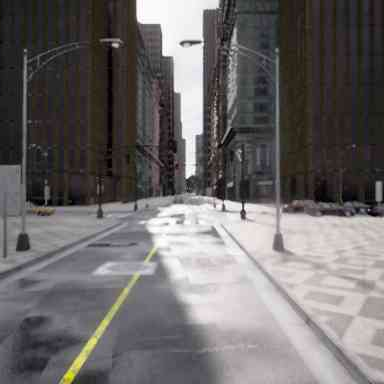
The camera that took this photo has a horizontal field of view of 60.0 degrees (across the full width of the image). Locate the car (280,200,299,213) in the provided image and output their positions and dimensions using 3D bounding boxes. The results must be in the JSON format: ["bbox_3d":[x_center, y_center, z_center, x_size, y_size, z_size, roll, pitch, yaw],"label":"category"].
[{"bbox_3d":[12.337,1.662,38.436,4.097,1.590,1.967,0,-1,0],"label":"car"}]

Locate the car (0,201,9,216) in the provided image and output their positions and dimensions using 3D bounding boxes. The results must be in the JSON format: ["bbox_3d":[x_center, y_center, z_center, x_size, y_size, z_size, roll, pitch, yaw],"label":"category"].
[{"bbox_3d":[-21.124,1.576,32.564,5.357,1.411,2.033,0,-1,0],"label":"car"}]

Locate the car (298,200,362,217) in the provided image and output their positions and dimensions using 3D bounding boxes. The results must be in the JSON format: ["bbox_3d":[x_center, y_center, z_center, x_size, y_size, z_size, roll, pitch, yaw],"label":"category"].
[{"bbox_3d":[12.334,1.621,29.910,4.403,1.369,2.008,0,-1,0],"label":"car"}]

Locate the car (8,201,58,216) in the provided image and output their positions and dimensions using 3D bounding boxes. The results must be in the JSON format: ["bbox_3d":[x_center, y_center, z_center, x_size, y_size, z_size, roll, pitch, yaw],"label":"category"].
[{"bbox_3d":[-14.586,1.517,29.825,4.829,1.417,1.752,0,-1,0],"label":"car"}]

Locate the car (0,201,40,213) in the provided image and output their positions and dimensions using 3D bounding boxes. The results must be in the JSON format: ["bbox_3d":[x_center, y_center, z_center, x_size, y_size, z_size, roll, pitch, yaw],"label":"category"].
[{"bbox_3d":[-20.155,1.682,38.330,4.403,1.369,2.008,0,-1,0],"label":"car"}]

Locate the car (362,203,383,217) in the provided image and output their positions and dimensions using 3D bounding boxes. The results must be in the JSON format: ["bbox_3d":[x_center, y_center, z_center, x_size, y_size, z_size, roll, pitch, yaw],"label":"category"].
[{"bbox_3d":[18.005,1.656,29.929,4.313,1.339,1.947,0,-1,0],"label":"car"}]

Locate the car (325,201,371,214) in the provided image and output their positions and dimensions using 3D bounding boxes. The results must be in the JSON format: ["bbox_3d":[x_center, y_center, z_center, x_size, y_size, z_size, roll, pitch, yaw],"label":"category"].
[{"bbox_3d":[18.007,1.793,38.452,4.403,1.369,2.008,0,-1,0],"label":"car"}]

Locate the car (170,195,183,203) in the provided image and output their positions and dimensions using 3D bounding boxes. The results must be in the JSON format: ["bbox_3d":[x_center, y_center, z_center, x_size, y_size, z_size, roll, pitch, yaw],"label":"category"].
[{"bbox_3d":[-2.992,1.560,71.986,2.097,1.767,4.553,0,0,0],"label":"car"}]
